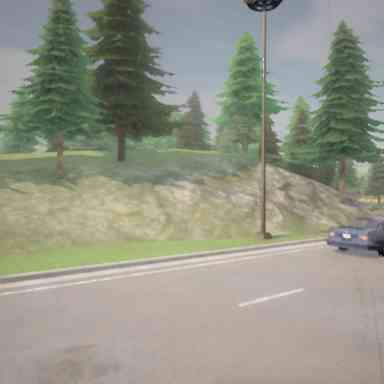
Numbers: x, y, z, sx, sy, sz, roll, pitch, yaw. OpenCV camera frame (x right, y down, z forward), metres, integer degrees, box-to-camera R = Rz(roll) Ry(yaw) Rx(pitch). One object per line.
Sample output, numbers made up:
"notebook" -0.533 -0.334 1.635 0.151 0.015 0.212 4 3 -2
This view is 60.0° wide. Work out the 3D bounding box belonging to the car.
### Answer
"car" 7.727 1.687 13.689 5.357 1.411 2.033 1 0 -35
